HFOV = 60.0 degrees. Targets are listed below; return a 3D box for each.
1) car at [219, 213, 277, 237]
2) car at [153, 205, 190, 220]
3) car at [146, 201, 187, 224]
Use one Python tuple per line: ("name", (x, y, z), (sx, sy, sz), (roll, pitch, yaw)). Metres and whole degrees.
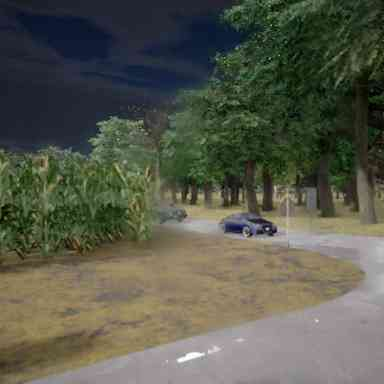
("car", (3.528, 2.072, 21.553), (1.994, 1.385, 4.181), (0, -1, -29))
("car", (-2.455, 2.341, 38.312), (2.033, 1.411, 5.357), (0, -1, -29))
("car", (-2.835, 1.971, 32.932), (2.150, 2.045, 5.566), (0, -1, -30))
